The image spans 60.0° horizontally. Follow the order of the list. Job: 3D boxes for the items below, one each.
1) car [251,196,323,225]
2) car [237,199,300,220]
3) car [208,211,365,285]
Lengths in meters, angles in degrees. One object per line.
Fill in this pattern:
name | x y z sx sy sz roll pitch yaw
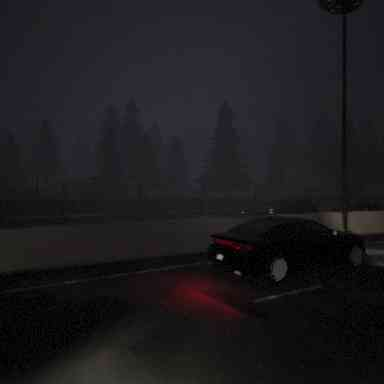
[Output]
car | 6.672 1.233 23.401 4.553 1.767 2.097 0 0 -24
car | 6.224 1.370 27.054 4.892 1.490 1.837 0 0 -23
car | 2.813 1.429 9.414 5.008 1.535 1.882 0 0 -31
